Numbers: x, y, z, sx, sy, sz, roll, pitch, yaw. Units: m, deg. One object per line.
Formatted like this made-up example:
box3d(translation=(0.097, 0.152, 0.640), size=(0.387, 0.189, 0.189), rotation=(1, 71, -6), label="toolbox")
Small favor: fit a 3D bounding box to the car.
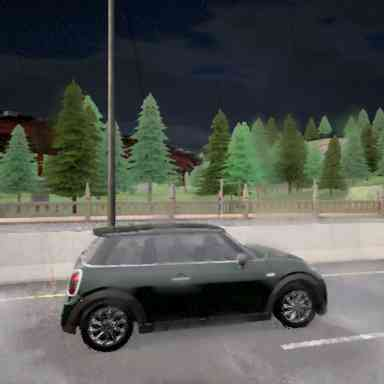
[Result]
box3d(translation=(0.095, 1.357, 6.040), size=(4.553, 1.767, 2.097), rotation=(0, 0, -16), label="car")
